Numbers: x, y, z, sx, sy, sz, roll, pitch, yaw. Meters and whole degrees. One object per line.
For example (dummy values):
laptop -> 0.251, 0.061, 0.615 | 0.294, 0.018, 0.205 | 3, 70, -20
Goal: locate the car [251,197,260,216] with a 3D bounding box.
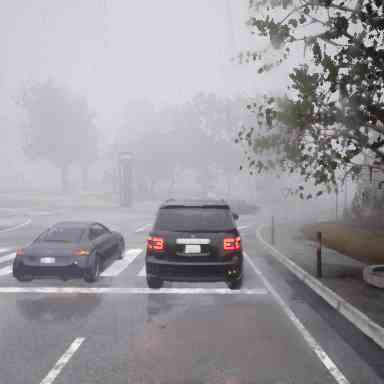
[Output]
car -> 4.210, 1.410, 29.816 | 4.902, 1.511, 2.128 | 0, 1, -44

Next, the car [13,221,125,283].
car -> -3.291, 1.539, 9.687 | 1.994, 1.385, 4.181 | 0, 0, 1

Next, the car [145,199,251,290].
car -> 0.147, 1.198, 9.232 | 2.150, 2.045, 5.566 | 0, 0, 3

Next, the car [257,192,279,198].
car -> 15.004, 0.554, 66.358 | 1.895, 1.301, 4.718 | -1, 3, -28
